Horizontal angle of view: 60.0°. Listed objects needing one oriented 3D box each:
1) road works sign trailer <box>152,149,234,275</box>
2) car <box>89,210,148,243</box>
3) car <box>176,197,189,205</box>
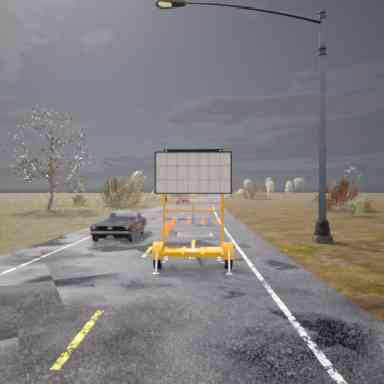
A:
[{"bbox_3d":[0.043,0.464,10.463,2.380,3.560,2.880,0,0,1],"label":"road works sign trailer"},{"bbox_3d":[-3.439,1.600,16.294,1.895,1.301,4.718,0,0,1],"label":"car"},{"bbox_3d":[-1.616,1.590,56.742,1.895,1.301,4.718,0,0,4],"label":"car"}]
